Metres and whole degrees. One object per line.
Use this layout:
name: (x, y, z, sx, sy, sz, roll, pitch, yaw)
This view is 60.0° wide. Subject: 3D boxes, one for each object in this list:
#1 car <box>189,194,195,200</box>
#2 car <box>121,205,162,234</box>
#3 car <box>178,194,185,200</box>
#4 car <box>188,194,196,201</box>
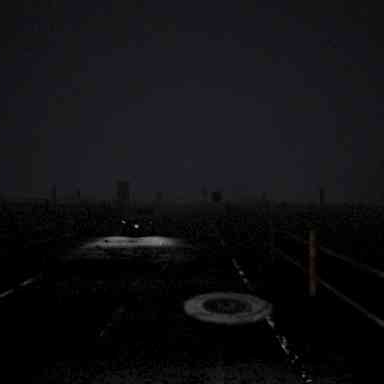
car: (0.037, 1.433, 94.095, 1.837, 1.490, 4.892, 0, 0, 0)
car: (-2.808, 1.523, 19.348, 1.837, 1.490, 4.892, 0, -1, 0)
car: (-2.717, 1.185, 88.267, 1.882, 1.535, 5.008, 0, 0, 0)
car: (0.032, 1.602, 84.089, 1.812, 1.442, 4.674, 0, 0, 0)
